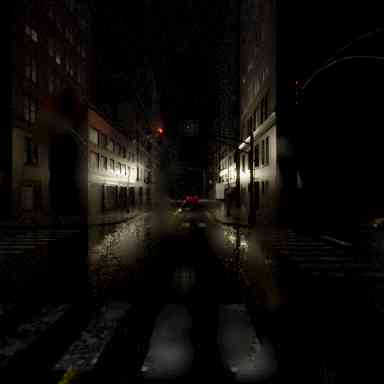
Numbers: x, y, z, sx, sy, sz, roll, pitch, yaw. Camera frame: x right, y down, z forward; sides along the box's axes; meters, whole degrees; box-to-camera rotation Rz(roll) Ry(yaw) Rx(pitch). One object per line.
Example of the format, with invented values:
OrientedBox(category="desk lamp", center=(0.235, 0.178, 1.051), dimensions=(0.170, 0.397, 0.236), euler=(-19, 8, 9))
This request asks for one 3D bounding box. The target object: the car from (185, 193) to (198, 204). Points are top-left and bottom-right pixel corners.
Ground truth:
OrientedBox(category="car", center=(-0.045, 1.184, 60.453), dimensions=(2.150, 2.045, 5.566), euler=(0, 0, 0))

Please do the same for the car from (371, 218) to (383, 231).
OrientedBox(category="car", center=(12.380, 1.514, 18.047), dimensions=(4.829, 1.417, 1.752), euler=(0, 0, 0))
